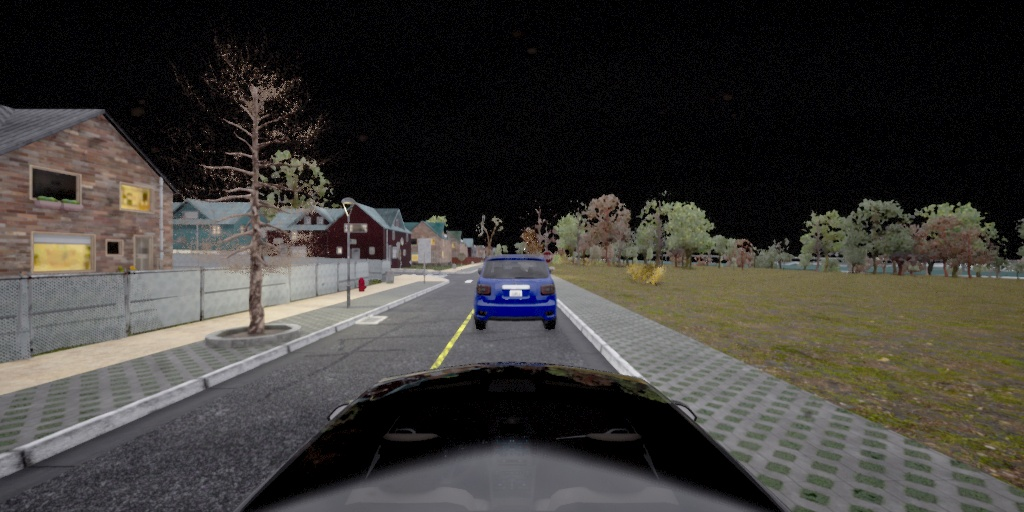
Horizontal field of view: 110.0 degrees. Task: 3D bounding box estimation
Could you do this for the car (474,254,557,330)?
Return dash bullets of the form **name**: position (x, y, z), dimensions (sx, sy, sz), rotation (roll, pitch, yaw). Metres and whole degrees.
- **car**: position (0.082, 0.971, 11.190), dimensions (2.150, 2.045, 5.566), rotation (0, 0, 0)
